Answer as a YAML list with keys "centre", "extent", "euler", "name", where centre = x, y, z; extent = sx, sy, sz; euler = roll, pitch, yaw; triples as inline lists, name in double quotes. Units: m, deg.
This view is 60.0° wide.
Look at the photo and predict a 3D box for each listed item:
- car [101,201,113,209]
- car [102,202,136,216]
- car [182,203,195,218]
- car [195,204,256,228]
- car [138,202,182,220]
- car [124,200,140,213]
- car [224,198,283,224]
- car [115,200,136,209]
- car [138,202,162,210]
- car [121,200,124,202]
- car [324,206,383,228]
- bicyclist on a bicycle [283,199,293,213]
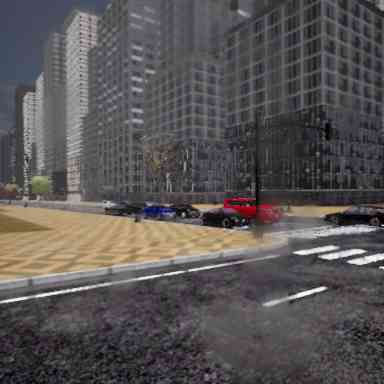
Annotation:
- centre: [-15.453, 2.416, 61.904]
  extent: [1.812, 1.442, 4.674]
  euler: [-1, -1, -35]
  name: "car"
- centre: [-9.230, 2.234, 41.658]
  extent: [1.895, 1.301, 4.718]
  euler: [-1, -1, -35]
  name: "car"
- centre: [-0.963, 1.956, 35.566]
  extent: [1.837, 1.490, 4.892]
  euler: [-1, -1, -35]
  name: "car"
- centre: [2.481, 1.878, 25.042]
  extent: [1.994, 1.385, 4.181]
  euler: [-1, -1, -35]
  name: "car"
- centre: [-3.318, 1.998, 33.262]
  extent: [1.812, 1.442, 4.674]
  euler: [-1, -1, -35]
  name: "car"
- centre: [-6.806, 2.115, 43.862]
  extent: [1.837, 1.490, 4.892]
  euler: [-1, -1, -35]
  name: "car"
- centre: [4.815, 1.514, 27.367]
  extent: [2.150, 2.045, 5.566]
  euler: [-1, -1, -35]
  name: "car"
- centre: [-12.798, 2.353, 63.778]
  extent: [2.128, 1.511, 4.902]
  euler: [-1, -1, -35]
  name: "car"
- centre: [-7.049, 2.305, 55.631]
  extent: [1.895, 1.301, 4.718]
  euler: [-1, -1, -35]
  name: "car"
- centre: [-9.789, 2.301, 53.974]
  extent: [1.994, 1.385, 4.181]
  euler: [-1, -1, -35]
  name: "car"
- centre: [12.004, 1.690, 23.338]
  extent: [2.033, 1.411, 5.357]
  euler: [-1, -1, -32]
  name: "car"
- centre: [10.873, 1.571, 37.605]
  extent: [1.656, 1.620, 0.582]
  euler: [-1, 0, -35]
  name: "bicyclist on a bicycle"
